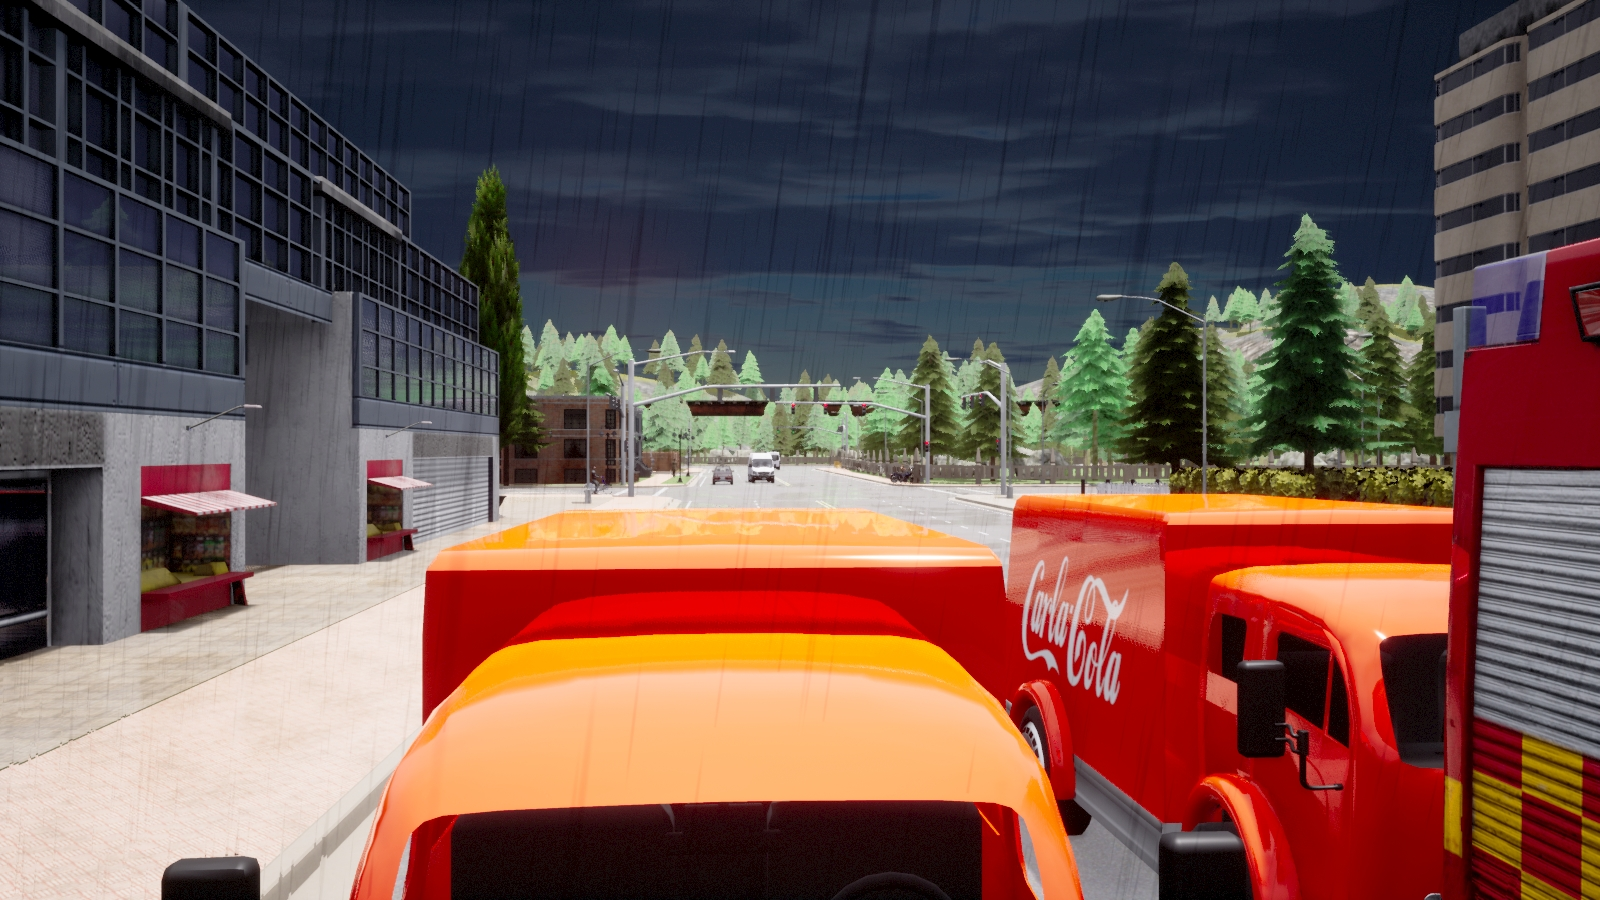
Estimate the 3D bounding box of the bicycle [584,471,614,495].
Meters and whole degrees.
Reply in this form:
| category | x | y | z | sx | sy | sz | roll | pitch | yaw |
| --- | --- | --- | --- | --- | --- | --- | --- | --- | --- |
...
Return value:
| category | x | y | z | sx | sy | sz | roll | pitch | yaw |
| --- | --- | --- | --- | --- | --- | --- | --- | --- | --- |
| bicycle | -12.531 | 2.060 | 71.198 | 1.835 | 1.471 | 0.329 | 0 | 0 | -11 |

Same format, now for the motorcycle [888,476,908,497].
| category | x | y | z | sx | sy | sz | roll | pitch | yaw |
| --- | --- | --- | --- | --- | --- | --- | --- | --- | --- |
| motorcycle | 5.944 | 2.205 | 69.519 | 0.867 | 1.251 | 2.209 | 0 | 0 | -4 |

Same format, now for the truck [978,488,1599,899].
| category | x | y | z | sx | sy | sz | roll | pitch | yaw |
| --- | --- | --- | --- | --- | --- | --- | --- | --- | --- |
| truck | 3.003 | 1.568 | 7.234 | 2.627 | 2.467 | 5.204 | 0 | 0 | -4 |

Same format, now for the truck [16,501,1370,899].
| category | x | y | z | sx | sy | sz | roll | pitch | yaw |
| --- | --- | --- | --- | --- | --- | --- | --- | --- | --- |
| truck | -0.347 | 1.568 | 4.821 | 2.627 | 2.467 | 5.204 | 0 | 0 | -4 |
